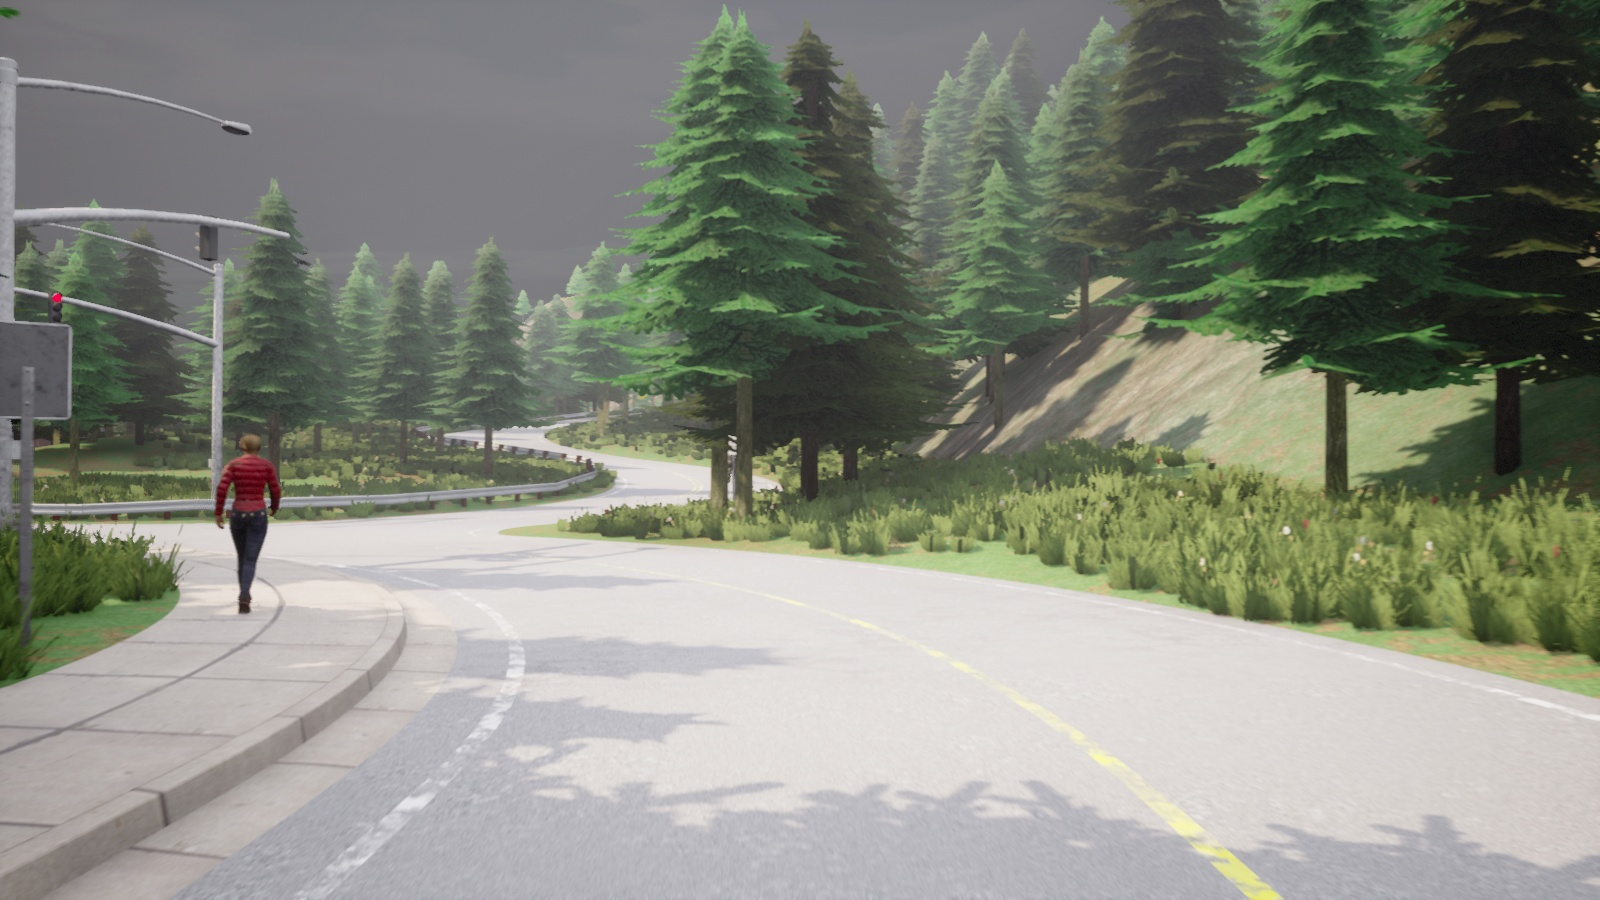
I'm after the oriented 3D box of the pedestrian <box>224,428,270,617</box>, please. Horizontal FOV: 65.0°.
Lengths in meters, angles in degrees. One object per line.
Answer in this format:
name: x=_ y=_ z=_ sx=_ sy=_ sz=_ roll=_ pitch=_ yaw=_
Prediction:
pedestrian: x=-5.556 y=0.714 z=12.639 sx=0.331 sy=1.846 sz=0.636 roll=0 pitch=-1 yaw=-16
